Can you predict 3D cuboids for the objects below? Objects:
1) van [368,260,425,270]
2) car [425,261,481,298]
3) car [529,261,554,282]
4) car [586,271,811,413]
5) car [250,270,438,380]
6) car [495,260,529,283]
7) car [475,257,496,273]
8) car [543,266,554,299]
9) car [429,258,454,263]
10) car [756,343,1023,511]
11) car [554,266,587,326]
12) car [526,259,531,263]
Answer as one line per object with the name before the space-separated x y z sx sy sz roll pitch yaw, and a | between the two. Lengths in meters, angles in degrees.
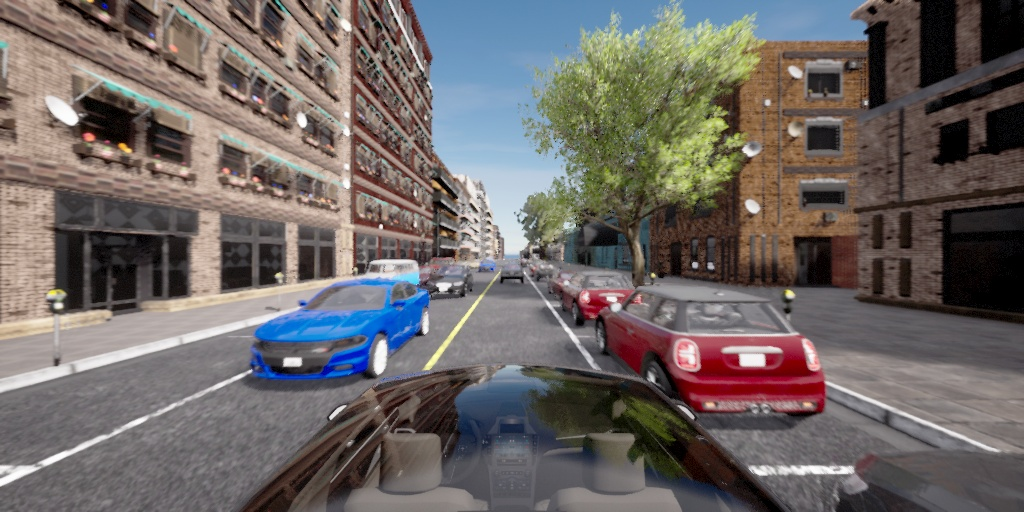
van | -5.689 1.078 17.350 1.690 1.789 3.998 0 0 0
car | -3.070 1.227 18.578 2.128 1.511 4.902 0 0 0
car | 2.693 1.284 28.741 2.007 1.370 4.403 0 0 0
car | 2.691 1.186 5.955 1.967 1.591 4.097 0 0 0
car | -3.081 1.223 7.537 1.882 1.535 5.008 0 0 0
car | 0.019 1.282 28.058 2.033 1.411 5.357 0 0 0
car | -3.001 1.217 44.051 1.882 1.535 5.008 0 0 0
car | 2.692 1.320 17.348 1.802 1.307 4.207 0 0 0
car | -5.688 1.049 28.743 2.192 1.841 5.009 0 0 0
car | 2.691 1.302 0.258 2.007 1.370 4.403 0 0 0
car | 2.691 1.181 11.651 1.967 1.591 4.097 0 0 0
car | 2.693 1.174 34.438 1.967 1.591 4.097 0 0 0
